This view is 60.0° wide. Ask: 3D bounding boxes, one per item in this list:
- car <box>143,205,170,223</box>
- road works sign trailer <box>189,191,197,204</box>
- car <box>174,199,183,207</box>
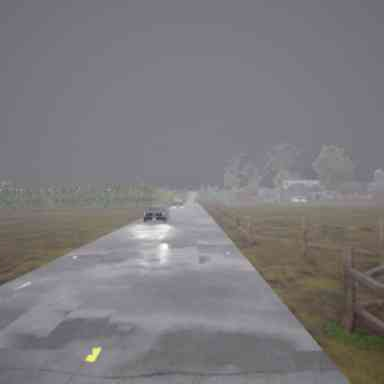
[{"bbox_3d":[-2.845,1.747,27.191,1.895,1.301,4.718,0,0,0],"label":"car"},{"bbox_3d":[0.234,1.638,94.160,2.380,3.560,2.880,3,-7,-3],"label":"road works sign trailer"},{"bbox_3d":[-2.740,2.193,68.391,1.882,1.535,5.008,0,-1,0],"label":"car"}]
